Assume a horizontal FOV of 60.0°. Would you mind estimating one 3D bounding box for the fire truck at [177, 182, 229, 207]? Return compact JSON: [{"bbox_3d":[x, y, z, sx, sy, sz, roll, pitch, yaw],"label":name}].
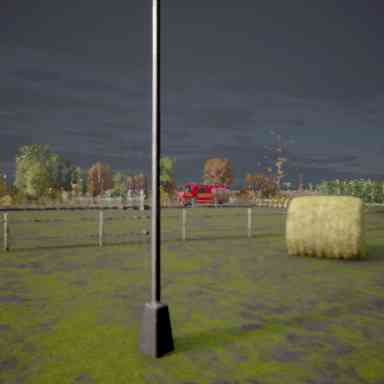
[{"bbox_3d":[1.897,0.373,54.819,8.468,3.827,2.891,0,0,-23],"label":"fire truck"}]
